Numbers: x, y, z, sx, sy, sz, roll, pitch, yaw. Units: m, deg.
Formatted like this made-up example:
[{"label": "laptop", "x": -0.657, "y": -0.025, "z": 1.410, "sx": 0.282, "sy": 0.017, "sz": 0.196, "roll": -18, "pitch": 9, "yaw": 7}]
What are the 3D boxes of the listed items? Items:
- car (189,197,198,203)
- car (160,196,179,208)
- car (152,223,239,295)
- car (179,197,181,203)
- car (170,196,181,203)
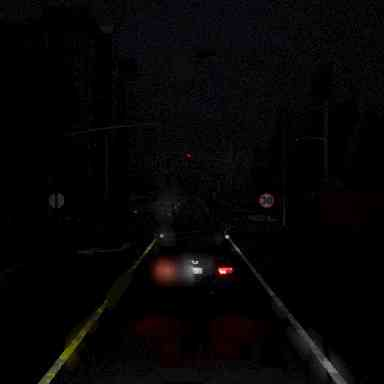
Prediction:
[{"label": "car", "x": 0.251, "y": 1.601, "z": 69.621, "sx": 1.895, "sy": 1.301, "sz": 4.718, "roll": 0, "pitch": 0, "yaw": 0}, {"label": "car", "x": -3.491, "y": 1.491, "z": 48.279, "sx": 2.128, "sy": 1.511, "sz": 4.902, "roll": 0, "pitch": 0, "yaw": 0}, {"label": "car", "x": 0.078, "y": 1.547, "z": 8.849, "sx": 2.033, "sy": 1.411, "sz": 5.357, "roll": 0, "pitch": 0, "yaw": 0}, {"label": "car", "x": -3.453, "y": 1.601, "z": 58.215, "sx": 1.895, "sy": 1.301, "sz": 4.718, "roll": 0, "pitch": 0, "yaw": 0}, {"label": "car", "x": -3.352, "y": 1.547, "z": 68.862, "sx": 2.033, "sy": 1.411, "sz": 5.357, "roll": 0, "pitch": 0, "yaw": 0}]
